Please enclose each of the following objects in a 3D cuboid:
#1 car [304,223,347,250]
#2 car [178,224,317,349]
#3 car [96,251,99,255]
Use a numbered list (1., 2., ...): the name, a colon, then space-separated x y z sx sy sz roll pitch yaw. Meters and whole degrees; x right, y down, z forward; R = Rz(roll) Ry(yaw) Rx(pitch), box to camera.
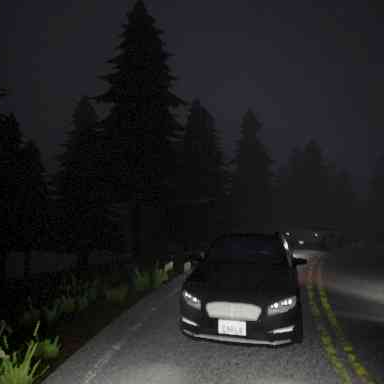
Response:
1. car: 6.781 2.329 18.054 1.895 1.301 4.718 -3 -7 40
2. car: 1.161 1.559 6.702 2.128 1.511 4.902 -1 -2 15
3. car: -20.023 13.604 73.147 4.181 1.381 1.994 -2 -5 31
